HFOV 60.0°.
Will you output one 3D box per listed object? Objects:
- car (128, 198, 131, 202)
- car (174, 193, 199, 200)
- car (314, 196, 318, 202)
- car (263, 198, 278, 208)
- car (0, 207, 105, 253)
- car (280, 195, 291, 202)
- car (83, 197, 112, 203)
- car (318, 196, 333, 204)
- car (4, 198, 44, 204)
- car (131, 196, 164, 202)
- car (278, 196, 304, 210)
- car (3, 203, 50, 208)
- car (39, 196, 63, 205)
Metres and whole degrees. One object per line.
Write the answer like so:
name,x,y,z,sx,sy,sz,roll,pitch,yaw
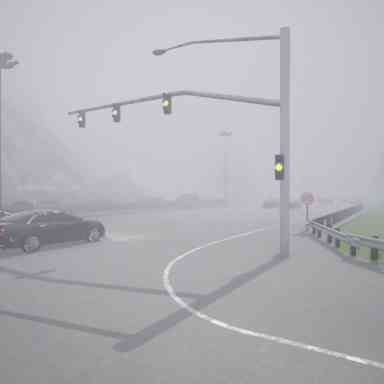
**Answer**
car,-9.651,1.411,60.501,2.128,1.511,4.902,0,0,29
car,-0.794,1.163,54.864,2.150,2.045,5.566,0,0,29
car,28.187,1.520,72.883,2.033,1.411,5.357,0,0,7
car,11.792,1.536,48.115,1.994,1.385,4.181,0,0,29
car,-5.793,1.480,13.685,1.837,1.490,4.892,0,0,33
car,21.933,1.463,78.288,1.837,1.490,4.892,0,0,7
car,-10.770,1.539,38.793,1.895,1.301,4.718,0,0,33
car,25.630,1.548,63.296,1.994,1.385,4.181,0,0,16
car,-16.198,1.500,30.282,1.994,1.385,4.181,0,0,33
car,-5.740,1.432,46.748,2.128,1.511,4.902,0,0,32
car,13.242,1.581,43.615,1.895,1.301,4.718,0,0,31
car,-9.161,1.472,14.912,1.837,1.490,4.892,0,0,33
car,-19.654,1.268,44.392,2.097,1.767,4.553,0,0,33
